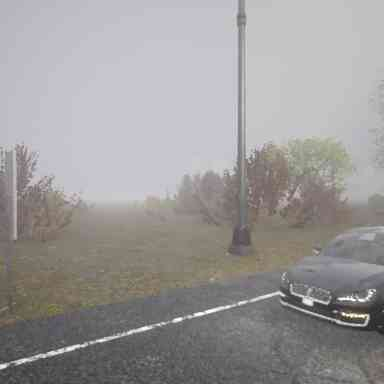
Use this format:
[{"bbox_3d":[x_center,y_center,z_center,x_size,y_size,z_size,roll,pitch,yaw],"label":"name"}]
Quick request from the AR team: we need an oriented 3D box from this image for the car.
[{"bbox_3d":[3.826,1.506,6.723,4.892,1.490,1.837,0,0,-36],"label":"car"}]
